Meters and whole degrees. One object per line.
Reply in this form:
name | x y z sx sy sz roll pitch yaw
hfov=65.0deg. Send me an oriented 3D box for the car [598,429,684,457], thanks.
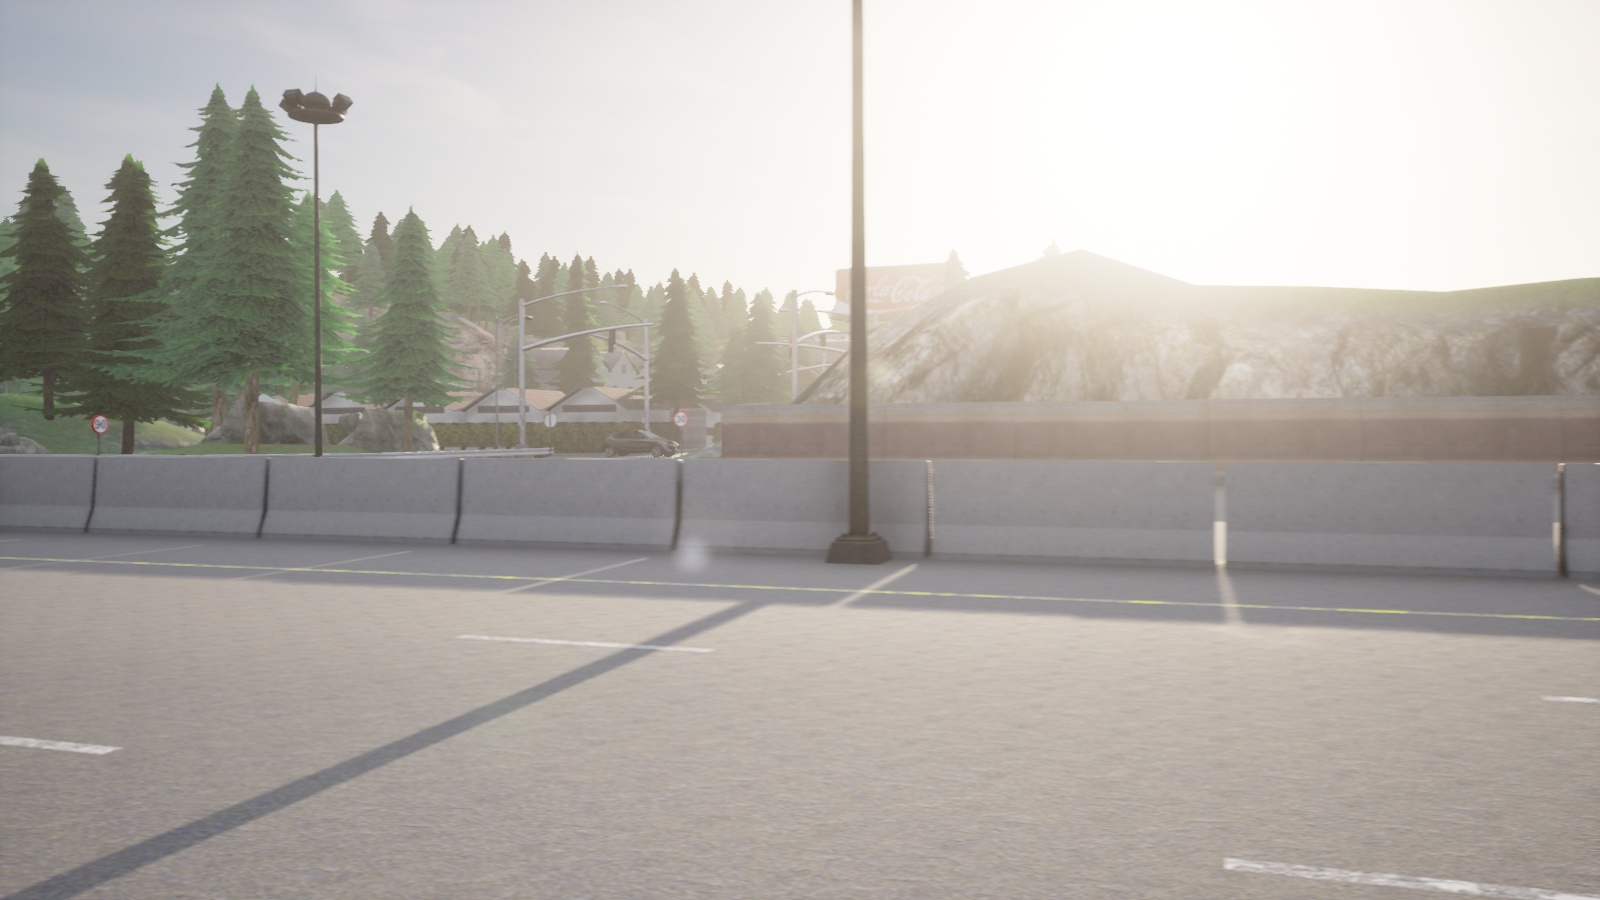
car | -8.541 -0.398 67.402 4.193 1.474 1.816 1 1 19
